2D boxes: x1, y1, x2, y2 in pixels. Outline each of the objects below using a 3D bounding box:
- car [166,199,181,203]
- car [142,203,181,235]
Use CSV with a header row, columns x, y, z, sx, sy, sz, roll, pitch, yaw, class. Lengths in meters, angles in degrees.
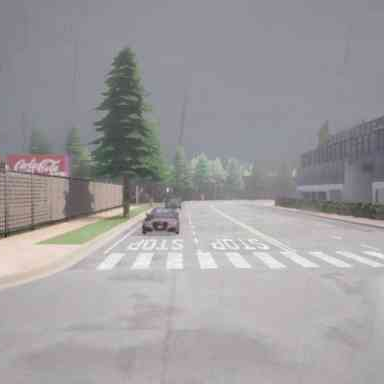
x,y,z,sx,sy,sz,roll,pitch,yaw,class
-2.412,1.568,43.686,1.994,1.385,4.181,0,0,-2,car
-1.664,1.572,18.796,1.994,1.385,4.181,0,0,-2,car
